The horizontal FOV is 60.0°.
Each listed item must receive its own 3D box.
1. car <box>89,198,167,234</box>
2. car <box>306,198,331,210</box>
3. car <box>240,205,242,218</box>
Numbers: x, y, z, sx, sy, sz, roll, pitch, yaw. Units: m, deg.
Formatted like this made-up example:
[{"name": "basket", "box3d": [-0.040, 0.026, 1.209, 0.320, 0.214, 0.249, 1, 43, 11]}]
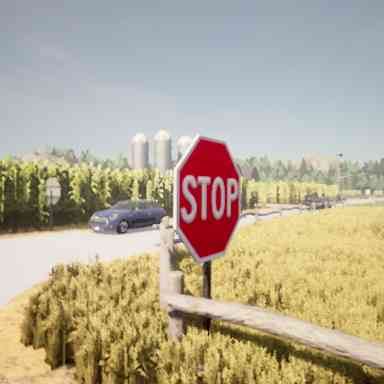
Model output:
[{"name": "car", "box3d": [-3.462, 1.240, 18.520, 2.097, 1.767, 4.553, 1, 0, 35]}, {"name": "car", "box3d": [14.515, 1.406, 38.155, 2.128, 1.511, 4.902, 1, 0, 35]}, {"name": "car", "box3d": [2.180, 1.239, 26.453, 2.097, 1.767, 4.553, 1, 0, 36]}]
